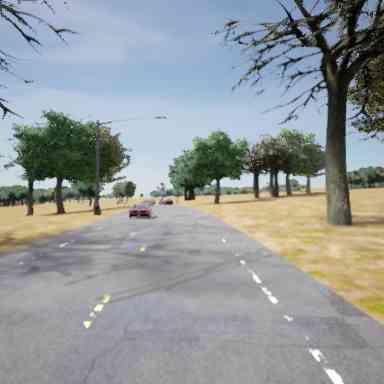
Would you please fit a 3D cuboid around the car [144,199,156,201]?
[{"bbox_3d":[-8.783,2.160,70.613,1.812,1.442,4.674,0,-1,-8],"label":"car"}]

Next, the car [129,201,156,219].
[{"bbox_3d":[-4.611,1.723,30.258,1.895,1.301,4.718,0,-1,-4],"label":"car"}]

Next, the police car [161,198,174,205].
[{"bbox_3d":[-5.531,2.305,79.251,1.930,1.638,5.238,0,-1,-9],"label":"police car"}]

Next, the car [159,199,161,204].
[{"bbox_3d":[-7.257,2.646,89.043,1.812,1.442,4.674,0,-1,-11],"label":"car"}]

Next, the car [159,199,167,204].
[{"bbox_3d":[-8.402,2.772,94.967,1.837,1.490,4.892,0,-1,-11],"label":"car"}]
